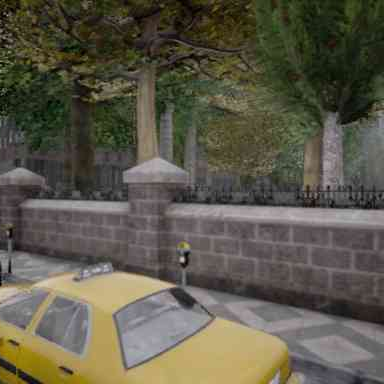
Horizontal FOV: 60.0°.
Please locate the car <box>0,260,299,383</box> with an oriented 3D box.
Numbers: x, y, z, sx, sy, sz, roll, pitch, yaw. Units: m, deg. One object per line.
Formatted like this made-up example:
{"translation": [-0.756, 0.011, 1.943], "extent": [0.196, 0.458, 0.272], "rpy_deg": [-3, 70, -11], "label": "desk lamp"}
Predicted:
{"translation": [-1.312, 1.508, 3.889], "extent": [4.829, 1.417, 1.752], "rpy_deg": [0, 0, 35], "label": "car"}
